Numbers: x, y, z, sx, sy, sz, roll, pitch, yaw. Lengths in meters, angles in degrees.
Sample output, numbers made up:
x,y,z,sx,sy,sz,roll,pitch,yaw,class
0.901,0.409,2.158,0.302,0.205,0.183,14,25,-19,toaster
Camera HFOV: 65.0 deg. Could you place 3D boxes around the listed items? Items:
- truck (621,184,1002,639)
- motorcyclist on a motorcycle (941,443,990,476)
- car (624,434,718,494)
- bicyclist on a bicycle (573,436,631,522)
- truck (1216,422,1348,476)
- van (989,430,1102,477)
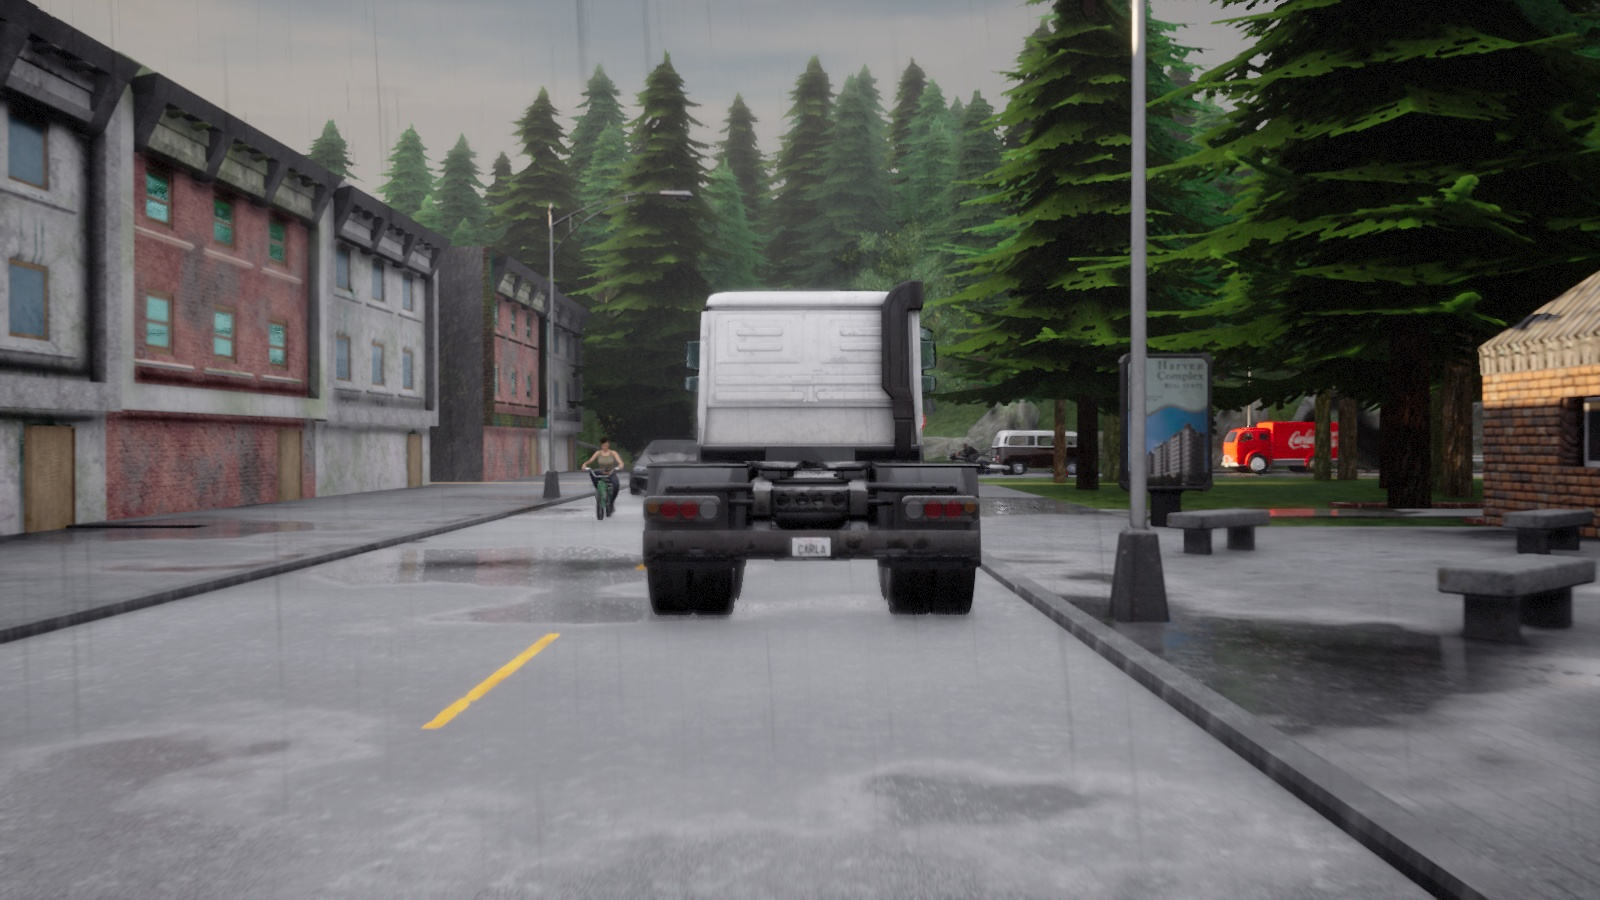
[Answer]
x,y,z,sx,sy,sz,roll,pitch,yaw,class
0.115,-0.313,13.528,2.891,3.462,7.936,0,0,0,truck
7.800,0.447,59.199,2.191,1.530,0.866,0,1,-4,motorcyclist on a motorcycle
-3.708,0.375,36.919,2.242,1.667,4.611,0,0,0,car
-3.799,0.540,24.225,0.866,1.612,1.509,0,0,1,bicyclist on a bicycle
22.695,-0.063,59.298,5.204,2.467,2.627,0,0,0,truck
10.762,0.160,55.278,4.480,2.038,2.069,0,0,-4,van
